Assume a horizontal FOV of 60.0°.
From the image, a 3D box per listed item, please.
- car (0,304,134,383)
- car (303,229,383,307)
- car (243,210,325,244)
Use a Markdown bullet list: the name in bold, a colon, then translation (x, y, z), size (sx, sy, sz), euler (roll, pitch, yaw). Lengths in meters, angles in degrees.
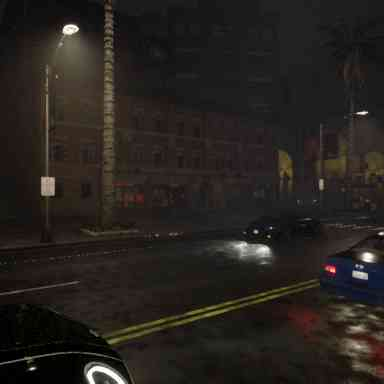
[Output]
- **car**: translation (-2.556, 1.352, 1.868), size (4.553, 1.767, 2.097), euler (0, 0, -36)
- **car**: translation (5.077, 1.547, 7.460), size (5.357, 1.411, 2.033), euler (0, 0, -35)
- **car**: translation (4.435, 1.564, 15.842), size (4.181, 1.385, 1.994), euler (0, 0, -36)
